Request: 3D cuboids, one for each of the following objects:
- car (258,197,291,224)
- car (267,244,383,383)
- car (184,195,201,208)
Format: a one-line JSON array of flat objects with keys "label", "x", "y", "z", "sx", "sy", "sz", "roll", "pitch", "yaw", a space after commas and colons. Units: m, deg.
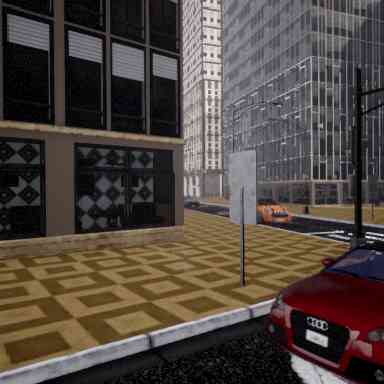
[{"label": "car", "x": 4.830, "y": 1.151, "z": 22.941, "sx": 2.097, "sy": 1.767, "sz": 4.553, "roll": -1, "pitch": 1, "yaw": -19}, {"label": "car", "x": 3.117, "y": 1.563, "z": 5.123, "sx": 4.181, "sy": 1.385, "sz": 1.994, "roll": 0, "pitch": 0, "yaw": -35}, {"label": "car", "x": -0.681, "y": 1.107, "z": 39.343, "sx": 2.033, "sy": 1.411, "sz": 5.357, "roll": -1, "pitch": 1, "yaw": -19}]
